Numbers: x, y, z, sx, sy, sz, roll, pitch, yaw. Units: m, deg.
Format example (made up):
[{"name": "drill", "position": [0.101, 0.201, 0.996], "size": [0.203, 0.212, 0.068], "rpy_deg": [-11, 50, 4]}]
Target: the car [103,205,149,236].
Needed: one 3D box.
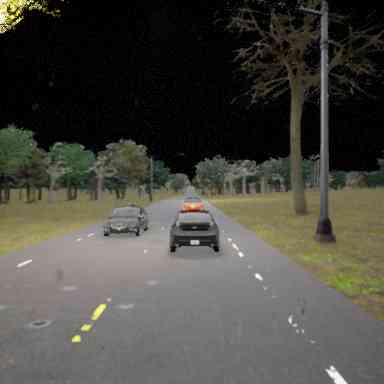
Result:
[{"name": "car", "position": [-3.503, 1.512, 18.360], "size": [1.837, 1.490, 4.892], "rpy_deg": [0, 0, 0]}]

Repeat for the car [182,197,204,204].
[{"name": "car", "position": [0.094, 1.291, 31.596], "size": [2.097, 1.767, 4.553], "rpy_deg": [0, 0, 0]}]

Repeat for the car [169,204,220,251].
[{"name": "car", "position": [0.098, 1.485, 13.922], "size": [1.837, 1.490, 4.892], "rpy_deg": [0, 0, 0]}]
